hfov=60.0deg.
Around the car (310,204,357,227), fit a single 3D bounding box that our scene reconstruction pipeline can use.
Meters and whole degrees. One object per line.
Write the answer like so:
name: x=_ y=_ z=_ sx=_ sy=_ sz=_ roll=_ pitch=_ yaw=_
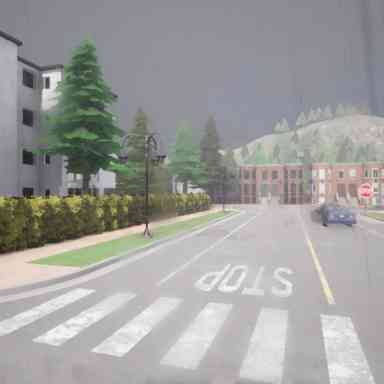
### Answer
car: x=9.425 y=1.536 z=22.574 sx=2.033 sy=1.411 sz=5.357 roll=0 pitch=0 yaw=8
